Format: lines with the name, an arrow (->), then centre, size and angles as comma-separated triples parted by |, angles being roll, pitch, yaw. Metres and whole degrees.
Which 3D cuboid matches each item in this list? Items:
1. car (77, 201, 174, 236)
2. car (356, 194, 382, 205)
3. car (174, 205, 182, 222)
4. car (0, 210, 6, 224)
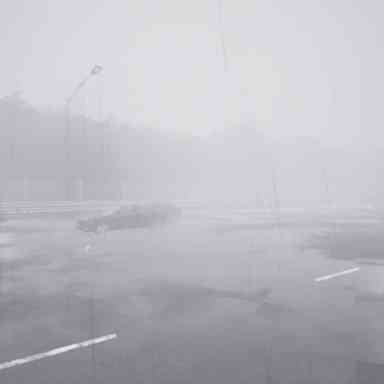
car -> -3.783, 1.416, 18.420 | 5.008, 1.535, 1.882 | -1, 0, -36
car -> 26.218, 1.102, 49.086 | 4.892, 1.490, 1.837 | 0, 0, -36
car -> -3.029, 1.415, 23.321 | 4.892, 1.490, 1.837 | -1, 0, -36
car -> -13.536, 1.432, 19.957 | 4.181, 1.385, 1.994 | -1, -1, -36
